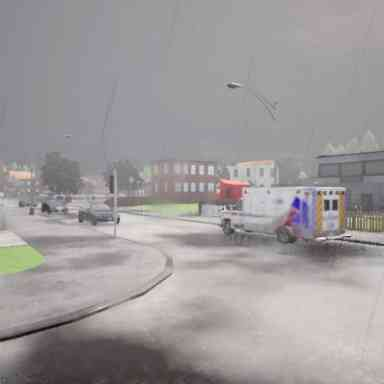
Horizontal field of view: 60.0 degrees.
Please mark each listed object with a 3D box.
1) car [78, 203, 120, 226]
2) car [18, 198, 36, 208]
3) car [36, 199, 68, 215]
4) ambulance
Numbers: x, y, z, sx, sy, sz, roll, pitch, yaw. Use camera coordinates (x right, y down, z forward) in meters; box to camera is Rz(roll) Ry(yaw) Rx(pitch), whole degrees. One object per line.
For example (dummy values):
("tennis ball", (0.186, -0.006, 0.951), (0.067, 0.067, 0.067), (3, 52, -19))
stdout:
("car", (-6.791, 1.526, 23.927), (1.812, 1.442, 4.674), (0, 0, -36))
("car", (-23.594, 1.608, 47.651), (1.994, 1.385, 4.181), (0, 0, -35))
("car", (-14.254, 1.490, 34.381), (2.128, 1.511, 4.902), (0, 0, -35))
("ambulance", (3.970, 1.031, 15.855), (2.351, 2.431, 6.366), (0, 0, -35))
